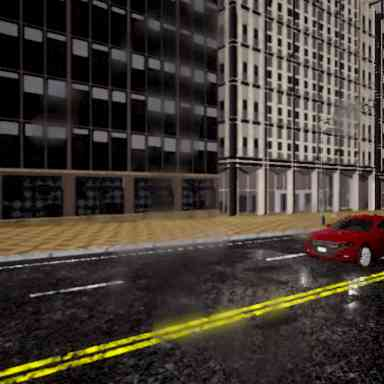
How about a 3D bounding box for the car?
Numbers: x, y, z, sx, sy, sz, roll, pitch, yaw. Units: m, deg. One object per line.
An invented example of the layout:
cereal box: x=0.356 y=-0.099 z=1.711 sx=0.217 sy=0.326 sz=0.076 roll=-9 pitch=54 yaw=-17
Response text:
car: x=6.151 y=1.571 z=11.925 sx=5.008 sy=1.535 sz=1.882 roll=1 pitch=0 yaw=-35
